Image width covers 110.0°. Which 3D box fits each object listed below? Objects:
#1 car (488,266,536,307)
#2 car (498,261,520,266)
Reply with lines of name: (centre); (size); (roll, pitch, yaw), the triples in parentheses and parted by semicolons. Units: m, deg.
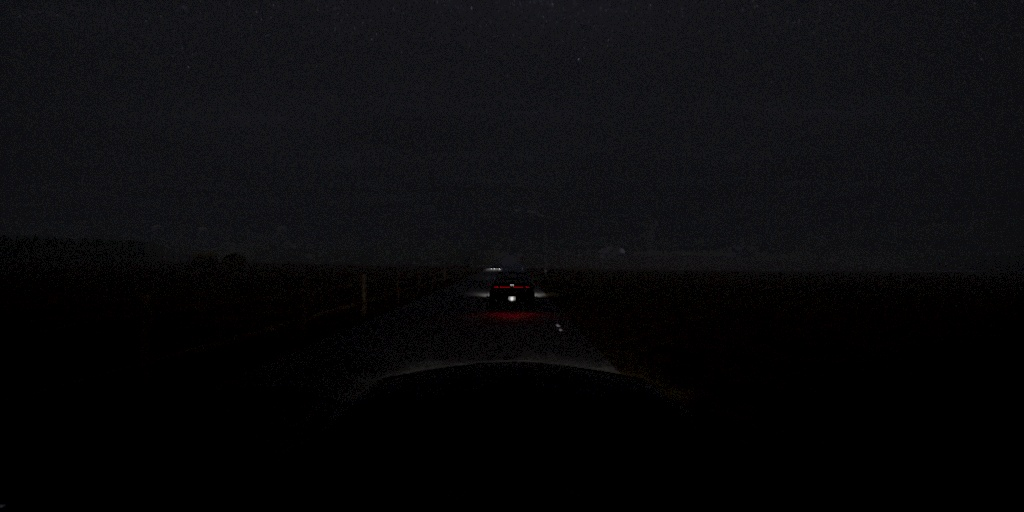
car: (0.005, 1.379, 16.146); (1.837, 1.490, 4.892); (0, 0, 0)
car: (0.009, 1.459, 31.314); (1.882, 1.535, 5.008); (0, 0, 0)
